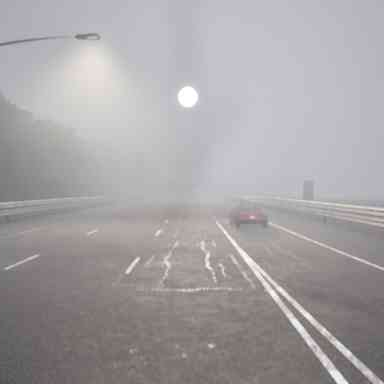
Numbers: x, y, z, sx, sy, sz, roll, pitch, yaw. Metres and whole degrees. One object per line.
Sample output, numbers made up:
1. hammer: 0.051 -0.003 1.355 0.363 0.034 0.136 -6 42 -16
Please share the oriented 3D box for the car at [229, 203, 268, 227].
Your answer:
1. car: 3.503 1.409 21.272 1.994 1.385 4.181 0 0 0
